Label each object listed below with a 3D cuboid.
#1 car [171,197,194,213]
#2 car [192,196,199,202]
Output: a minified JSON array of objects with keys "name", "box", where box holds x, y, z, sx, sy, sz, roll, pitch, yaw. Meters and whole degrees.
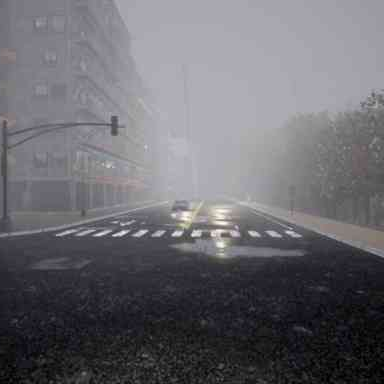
[{"name":"car","box":[-1.201,1.550,37.235,2.033,1.411,5.357,0,0,3]},{"name":"car","box":[0.733,1.539,74.325,2.033,1.411,5.357,0,0,3]}]
